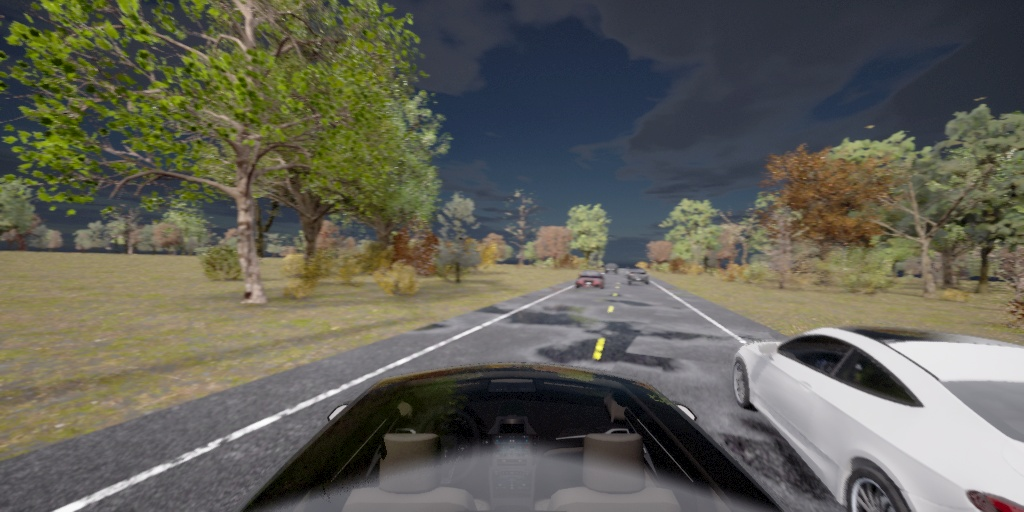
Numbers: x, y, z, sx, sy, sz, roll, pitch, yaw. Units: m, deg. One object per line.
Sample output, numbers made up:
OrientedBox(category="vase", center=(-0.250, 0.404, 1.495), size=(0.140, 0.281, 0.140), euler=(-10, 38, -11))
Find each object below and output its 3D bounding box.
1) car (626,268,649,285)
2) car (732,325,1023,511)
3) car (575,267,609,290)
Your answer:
OrientedBox(category="car", center=(12.298, 1.978, 35.023), size=(2.128, 1.511, 4.902), euler=(1, -1, 18))
OrientedBox(category="car", center=(3.561, 1.373, 3.245), size=(1.812, 1.442, 4.674), euler=(1, -1, 17))
OrientedBox(category="car", center=(6.002, 1.789, 27.237), size=(1.994, 1.385, 4.181), euler=(1, -1, 17))
